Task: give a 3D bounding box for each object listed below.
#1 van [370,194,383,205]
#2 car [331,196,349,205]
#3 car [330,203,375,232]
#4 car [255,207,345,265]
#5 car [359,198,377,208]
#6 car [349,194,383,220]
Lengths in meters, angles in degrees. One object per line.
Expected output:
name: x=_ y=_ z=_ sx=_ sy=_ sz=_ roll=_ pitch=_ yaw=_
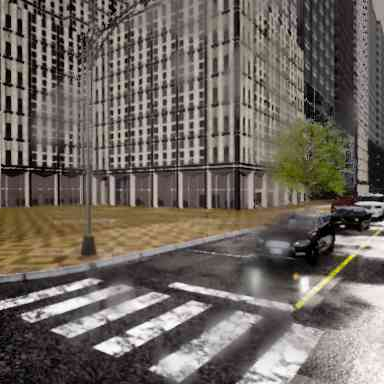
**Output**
van: x=31.346 y=1.266 z=56.384 sx=1.690 sy=1.788 sz=3.998 roll=0 pitch=0 yaw=35
car: x=15.174 y=1.295 z=32.932 sx=2.192 sy=1.841 sz=5.009 roll=0 pitch=0 yaw=35
car: x=9.625 y=1.593 z=20.316 sx=1.895 sy=1.301 sz=4.718 roll=0 pitch=0 yaw=35
car: x=3.831 y=1.490 z=11.923 sx=2.128 sy=1.511 sz=4.902 roll=0 pitch=0 yaw=33
car: x=24.877 y=1.531 z=47.001 sx=1.802 sy=1.307 sz=4.206 roll=0 pitch=0 yaw=35
car: x=15.483 y=1.204 z=28.798 sx=2.150 sy=2.045 sz=5.566 roll=0 pitch=0 yaw=35
